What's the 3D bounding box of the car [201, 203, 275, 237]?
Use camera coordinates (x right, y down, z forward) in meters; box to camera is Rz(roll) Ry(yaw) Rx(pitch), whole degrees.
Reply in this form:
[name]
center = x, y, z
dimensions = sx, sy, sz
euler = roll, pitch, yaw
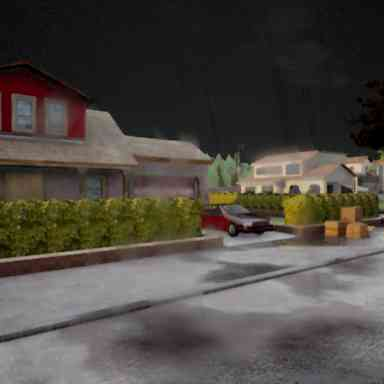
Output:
[car]
center = 1.595, 1.290, 16.566
dimensions = 2.033, 1.415, 5.357
euler = 0, 0, -33
